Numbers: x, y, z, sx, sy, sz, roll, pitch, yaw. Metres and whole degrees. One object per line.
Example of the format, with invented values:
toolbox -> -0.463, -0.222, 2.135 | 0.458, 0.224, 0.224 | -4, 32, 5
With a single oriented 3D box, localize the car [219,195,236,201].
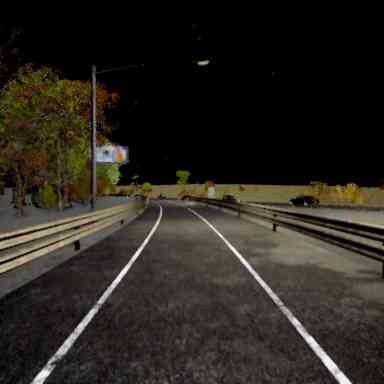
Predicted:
car -> 7.258, 1.369, 68.859 | 1.837, 1.490, 4.892 | 0, 0, -22

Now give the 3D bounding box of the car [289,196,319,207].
car -> 15.909, 1.269, 47.519 | 1.882, 1.535, 5.008 | 0, 0, -22

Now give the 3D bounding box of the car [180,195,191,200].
car -> -1.779, 1.467, 91.142 | 1.812, 1.442, 4.674 | 0, 0, -22
